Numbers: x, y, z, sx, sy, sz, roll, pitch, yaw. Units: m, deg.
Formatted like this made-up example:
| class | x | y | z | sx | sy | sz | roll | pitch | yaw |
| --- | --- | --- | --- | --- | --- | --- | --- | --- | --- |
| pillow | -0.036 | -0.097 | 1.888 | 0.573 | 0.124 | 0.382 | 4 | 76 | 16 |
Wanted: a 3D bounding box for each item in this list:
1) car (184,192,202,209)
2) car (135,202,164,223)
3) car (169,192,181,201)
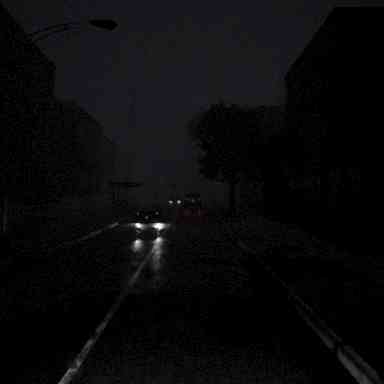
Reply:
| class | x | y | z | sx | sy | sz | roll | pitch | yaw |
| --- | --- | --- | --- | --- | --- | --- | --- | --- | --- |
| car | 0.103 | 1.035 | 42.893 | 2.150 | 2.045 | 5.566 | 0 | 1 | 0 |
| car | -3.185 | 1.495 | 25.646 | 1.812 | 1.442 | 4.674 | 0 | 0 | 0 |
| car | -3.392 | 0.864 | 67.086 | 2.097 | 1.767 | 4.553 | 0 | 0 | 0 |
